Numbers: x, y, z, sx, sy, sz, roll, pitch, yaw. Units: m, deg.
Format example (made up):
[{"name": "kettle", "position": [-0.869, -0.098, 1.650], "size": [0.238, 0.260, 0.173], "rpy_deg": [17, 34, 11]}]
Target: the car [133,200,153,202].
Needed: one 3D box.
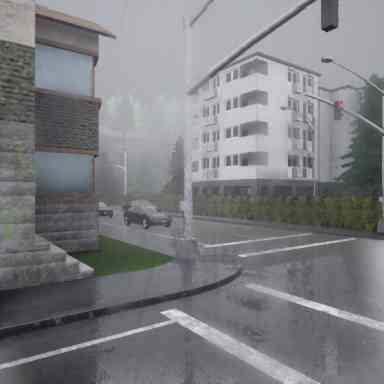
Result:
[{"name": "car", "position": [-5.153, 1.529, 32.590], "size": [2.097, 1.767, 4.553], "rpy_deg": [0, 0, -35]}]

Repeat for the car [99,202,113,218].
[{"name": "car", "position": [-9.216, 1.654, 31.964], "size": [1.882, 1.535, 5.008], "rpy_deg": [0, 0, -35]}]

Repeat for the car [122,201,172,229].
[{"name": "car", "position": [-3.220, 1.681, 23.529], "size": [1.837, 1.490, 4.892], "rpy_deg": [0, 0, -35]}]
